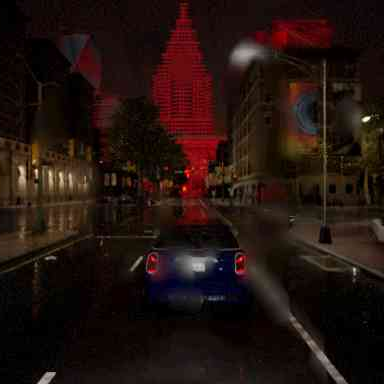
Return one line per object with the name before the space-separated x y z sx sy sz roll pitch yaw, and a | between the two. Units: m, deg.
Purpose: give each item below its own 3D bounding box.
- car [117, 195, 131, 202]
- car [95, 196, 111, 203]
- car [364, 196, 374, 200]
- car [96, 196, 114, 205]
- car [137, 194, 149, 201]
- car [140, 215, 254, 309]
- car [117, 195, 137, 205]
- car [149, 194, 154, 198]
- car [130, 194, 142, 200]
car | -14.759 1.387 72.290 2.128 1.511 4.902 0 0 0
car | -18.025 1.466 67.492 1.895 1.301 4.718 0 0 0
car | 34.674 1.349 68.708 2.231 1.521 4.892 0 0 0
car | -14.876 1.492 57.084 1.895 1.301 4.718 0 0 1
car | -11.259 1.414 72.373 1.994 1.385 4.181 0 0 0
car | 0.100 1.337 7.982 2.097 1.767 4.553 0 0 0
car | -11.375 1.438 57.285 2.033 1.411 5.357 0 0 1
car | -11.207 1.351 87.558 1.812 1.442 4.674 0 0 0
car | -14.707 1.366 87.664 2.033 1.411 5.357 0 0 0
